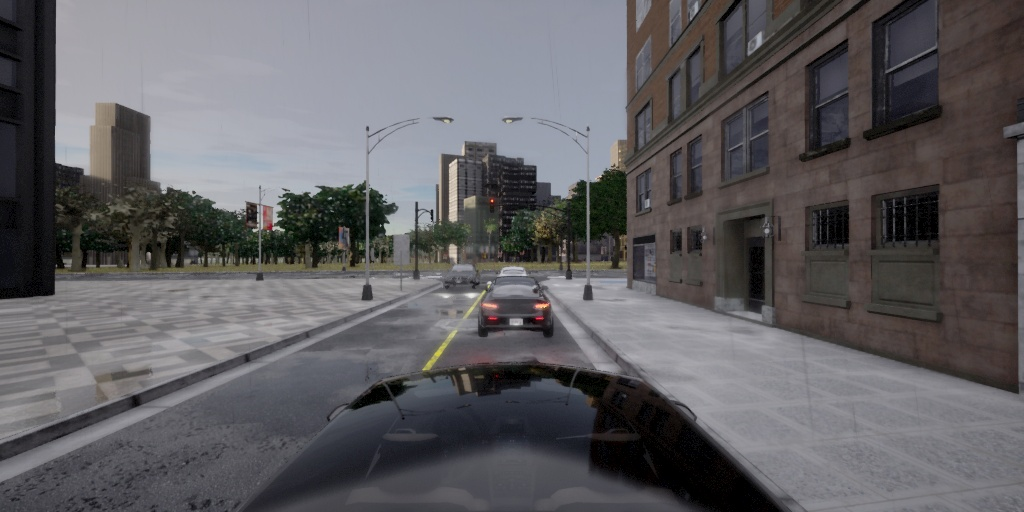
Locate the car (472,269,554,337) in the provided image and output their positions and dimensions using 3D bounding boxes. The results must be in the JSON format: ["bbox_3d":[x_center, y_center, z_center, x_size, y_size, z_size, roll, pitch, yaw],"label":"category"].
[{"bbox_3d":[0.083,1.276,10.148,1.812,1.442,4.674,0,0,0],"label":"car"}]

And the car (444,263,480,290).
[{"bbox_3d":[-3.044,1.194,22.678,1.812,1.442,4.674,0,0,0],"label":"car"}]

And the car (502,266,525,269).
[{"bbox_3d":[0.064,1.277,19.208,1.812,1.442,4.674,0,0,0],"label":"car"}]
